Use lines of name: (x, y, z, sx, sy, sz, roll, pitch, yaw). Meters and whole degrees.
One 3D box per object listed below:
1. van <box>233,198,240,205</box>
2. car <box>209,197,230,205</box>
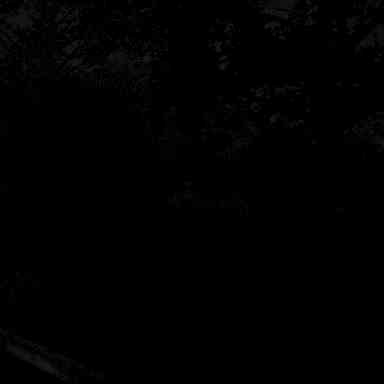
van: (10.771, 2.663, 93.986, 1.878, 1.987, 4.442, 5, 1, 44)
car: (6.971, 2.399, 90.077, 2.435, 2.045, 5.566, 5, 1, 44)
